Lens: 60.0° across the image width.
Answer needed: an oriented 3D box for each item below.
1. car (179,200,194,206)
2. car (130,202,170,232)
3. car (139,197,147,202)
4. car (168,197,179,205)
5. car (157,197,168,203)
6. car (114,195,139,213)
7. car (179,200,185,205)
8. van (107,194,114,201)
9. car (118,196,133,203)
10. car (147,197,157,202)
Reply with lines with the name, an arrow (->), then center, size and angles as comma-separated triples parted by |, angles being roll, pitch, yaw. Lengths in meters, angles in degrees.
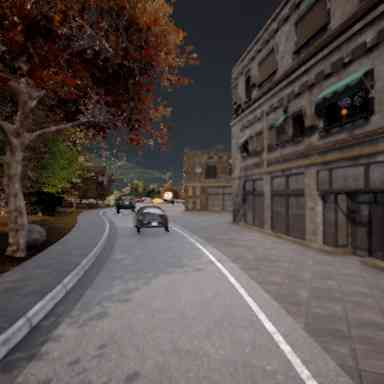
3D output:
car -> -1.468, 2.865, 88.894 | 2.163, 1.488, 4.792 | 3, -2, -28
car -> -2.559, 1.559, 20.273 | 1.812, 1.442, 4.674 | 0, 0, -13
car -> -13.756, 2.031, 82.389 | 2.163, 1.488, 4.792 | 4, -2, -28
car -> -6.385, 2.279, 86.332 | 2.435, 2.045, 5.566 | 4, -2, -28
car -> -8.841, 2.362, 84.979 | 2.097, 1.535, 5.008 | 4, -2, -28
car -> -7.676, 1.347, 38.884 | 2.150, 2.045, 5.566 | 0, -1, -12
car -> -3.925, 2.689, 87.606 | 2.231, 1.521, 4.892 | 3, -2, -28
van -> -22.364, 1.686, 92.444 | 1.878, 1.987, 4.442 | 4, -2, -28
car -> -16.178, 1.846, 81.028 | 2.163, 1.488, 4.792 | 4, -2, -28
car -> -11.297, 2.060, 83.708 | 2.185, 1.767, 4.553 | 4, -2, -28
